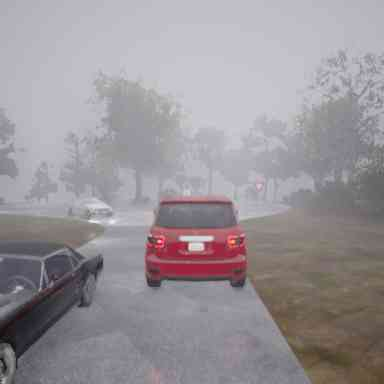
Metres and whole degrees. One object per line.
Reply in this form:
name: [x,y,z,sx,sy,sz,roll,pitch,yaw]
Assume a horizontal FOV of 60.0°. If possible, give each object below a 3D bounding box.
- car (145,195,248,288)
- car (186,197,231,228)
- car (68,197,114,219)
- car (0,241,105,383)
car: [0.103,1.071,8.940,2.150,2.045,5.566,0,1,0]
car: [1.157,1.131,20.754,1.882,1.535,5.008,0,1,14]
car: [-7.653,1.113,24.768,1.812,1.442,4.674,-1,1,-44]
car: [-2.814,1.514,4.878,1.895,1.301,4.718,0,1,1]
